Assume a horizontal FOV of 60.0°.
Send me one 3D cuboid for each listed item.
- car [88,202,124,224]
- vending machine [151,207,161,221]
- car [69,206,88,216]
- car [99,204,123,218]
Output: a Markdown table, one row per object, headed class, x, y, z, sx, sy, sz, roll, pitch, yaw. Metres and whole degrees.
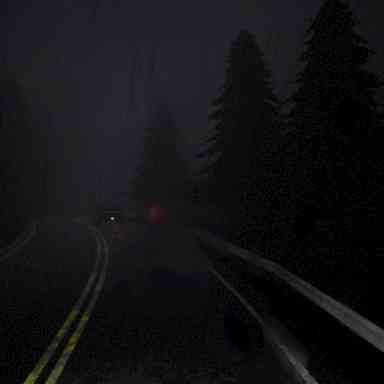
| class | x | y | z | sx | sy | sz | roll | pitch | yaw |
| --- | --- | --- | --- | --- | --- | --- | --- | --- | --- |
| car | -6.300 | 1.506 | 24.614 | 1.837 | 1.490 | 4.892 | 2 | 0 | -23 |
| vending machine | -5.587 | 3.352 | 51.001 | 1.100 | 2.100 | 0.880 | 3 | -3 | 18 |
| car | -13.605 | 2.451 | 41.764 | 2.033 | 1.411 | 5.357 | -1 | -6 | 1 |
| car | -10.131 | 2.401 | 41.922 | 1.837 | 1.490 | 4.892 | -1 | -6 | -1 |
